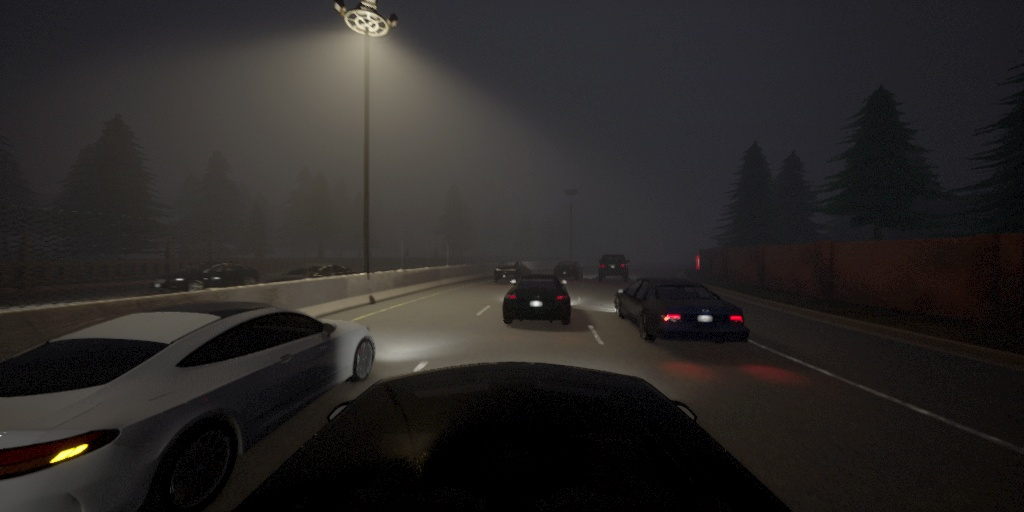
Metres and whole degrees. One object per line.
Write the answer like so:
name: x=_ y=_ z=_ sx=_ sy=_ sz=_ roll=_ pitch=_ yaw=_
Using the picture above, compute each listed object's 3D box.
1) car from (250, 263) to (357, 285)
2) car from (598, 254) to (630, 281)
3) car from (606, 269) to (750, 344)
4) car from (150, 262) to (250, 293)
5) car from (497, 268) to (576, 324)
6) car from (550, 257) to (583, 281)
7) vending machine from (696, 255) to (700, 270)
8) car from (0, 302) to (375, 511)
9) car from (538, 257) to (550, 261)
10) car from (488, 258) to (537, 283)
car: x=-9.213 y=1.133 z=16.788 sx=1.837 sy=1.490 sz=4.892 roll=0 pitch=0 yaw=10
car: x=8.056 y=0.861 z=28.331 sx=2.150 sy=2.045 sz=5.566 roll=0 pitch=0 yaw=18
car: x=4.073 y=1.272 z=9.584 sx=2.033 sy=1.411 sz=5.357 roll=0 pitch=0 yaw=6
car: x=-15.926 y=1.078 z=18.960 sx=2.128 sy=1.511 sz=4.902 roll=0 pitch=0 yaw=10
car: x=0.873 y=1.263 z=11.773 sx=1.994 sy=1.385 sz=4.181 roll=0 pitch=0 yaw=6
car: x=4.642 y=1.098 z=29.048 sx=1.882 sy=1.535 sz=5.008 roll=0 pitch=0 yaw=17
vending machine: x=23.734 y=0.810 z=45.321 sx=1.100 sy=2.100 sz=0.880 roll=0 pitch=0 yaw=33
car: x=-3.240 y=1.249 z=4.079 sx=1.812 sy=1.442 sz=4.674 roll=0 pitch=0 yaw=2
car: x=6.367 y=0.979 z=57.114 sx=1.837 sy=1.490 sz=4.892 roll=0 pitch=1 yaw=33
car: x=0.102 y=1.109 z=26.002 sx=2.128 sy=1.511 sz=4.902 roll=0 pitch=0 yaw=15
